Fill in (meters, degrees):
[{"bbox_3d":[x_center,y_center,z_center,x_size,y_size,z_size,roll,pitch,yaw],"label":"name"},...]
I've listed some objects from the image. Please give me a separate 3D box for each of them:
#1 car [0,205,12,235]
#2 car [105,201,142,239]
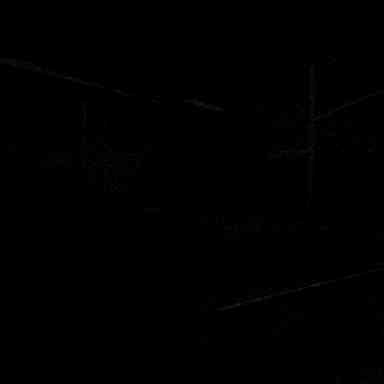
[{"bbox_3d":[-11.482,1.523,18.600,2.242,1.667,4.611,1,0,-36],"label":"car"},{"bbox_3d":[-4.353,1.448,18.338,1.905,1.878,3.866,1,0,-36],"label":"car"}]
